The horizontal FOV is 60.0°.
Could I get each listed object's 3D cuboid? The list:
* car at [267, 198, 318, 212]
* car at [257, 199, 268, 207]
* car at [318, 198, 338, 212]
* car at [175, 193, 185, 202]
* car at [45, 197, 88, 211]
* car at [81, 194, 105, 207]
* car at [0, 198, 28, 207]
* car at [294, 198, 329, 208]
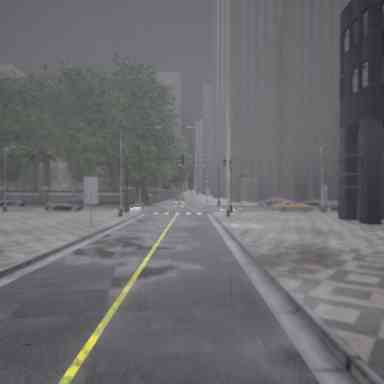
[{"bbox_3d":[11.747,1.632,39.175,4.829,1.417,1.752,0,1,0],"label":"car"},{"bbox_3d":[11.610,1.505,47.700,4.403,1.369,2.008,0,1,0],"label":"car"},{"bbox_3d":[17.089,1.665,39.149,4.403,1.369,2.008,0,1,0],"label":"car"},{"bbox_3d":[-3.050,1.340,84.051,2.150,2.045,5.566,0,0,0],"label":"car"},{"bbox_3d":[-15.088,1.648,39.308,4.313,1.339,1.947,0,1,0],"label":"car"},{"bbox_3d":[-15.055,1.244,47.828,5.009,1.841,2.192,0,1,0],"label":"car"},{"bbox_3d":[-25.967,1.492,47.886,4.313,1.339,1.947,0,1,0],"label":"car"},{"bbox_3d":[17.123,1.527,47.673,4.313,1.339,1.947,0,1,0],"label":"car"}]
